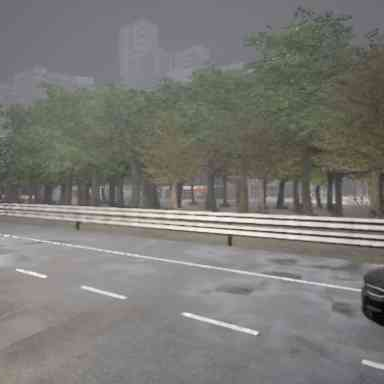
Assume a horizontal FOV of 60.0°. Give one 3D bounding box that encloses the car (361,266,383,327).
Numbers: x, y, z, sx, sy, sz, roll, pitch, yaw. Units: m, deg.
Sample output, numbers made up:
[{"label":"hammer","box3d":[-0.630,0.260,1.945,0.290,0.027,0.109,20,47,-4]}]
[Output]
[{"label":"car","box3d":[5.092,1.496,4.535,5.008,1.535,1.882,0,0,35]}]
